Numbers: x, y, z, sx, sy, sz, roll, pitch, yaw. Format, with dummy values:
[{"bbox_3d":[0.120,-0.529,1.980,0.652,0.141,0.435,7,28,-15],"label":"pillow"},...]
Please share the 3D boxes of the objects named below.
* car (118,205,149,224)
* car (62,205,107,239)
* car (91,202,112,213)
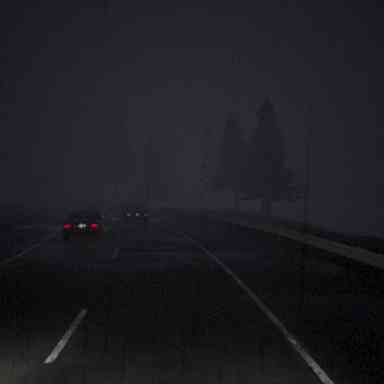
[{"bbox_3d":[-4.800,1.731,26.781,2.033,1.411,5.357,0,0,-19],"label":"car"},{"bbox_3d":[-5.867,1.678,18.172,2.033,1.411,5.357,0,0,-14],"label":"car"},{"bbox_3d":[-11.511,1.892,41.250,1.895,1.301,4.718,0,0,-30],"label":"car"}]
